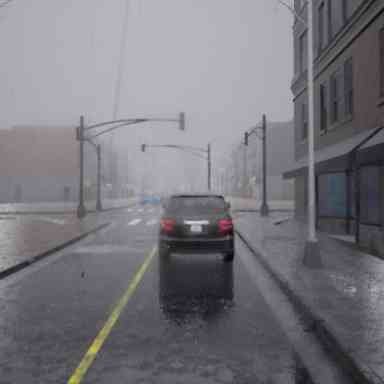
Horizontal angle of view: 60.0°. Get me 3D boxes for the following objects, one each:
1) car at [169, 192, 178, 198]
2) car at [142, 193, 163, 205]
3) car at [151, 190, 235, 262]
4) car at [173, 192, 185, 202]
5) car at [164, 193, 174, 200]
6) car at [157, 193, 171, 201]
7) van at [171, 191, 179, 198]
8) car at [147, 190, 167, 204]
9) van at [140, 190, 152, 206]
[{"bbox_3d":[-4.617,0.700,84.331,1.967,1.590,4.097,1,0,1],"label":"car"},{"bbox_3d":[-4.962,0.899,42.315,2.008,1.369,4.403,2,0,1],"label":"car"},{"bbox_3d":[0.158,0.945,11.176,2.150,2.045,5.566,0,2,1],"label":"car"},{"bbox_3d":[-2.228,0.807,56.804,1.837,1.490,4.892,0,0,0],"label":"car"},{"bbox_3d":[-4.749,0.848,68.460,1.802,1.307,4.206,2,0,1],"label":"car"},{"bbox_3d":[-4.834,0.834,57.879,1.887,1.381,4.507,2,0,1],"label":"car"},{"bbox_3d":[-4.572,0.606,89.621,1.690,1.788,3.998,1,0,1],"label":"van"},{"bbox_3d":[-4.914,0.642,47.298,2.192,1.841,5.009,2,0,1],"label":"car"},{"bbox_3d":[-4.983,0.705,38.993,1.690,1.788,3.998,2,0,1],"label":"van"}]
